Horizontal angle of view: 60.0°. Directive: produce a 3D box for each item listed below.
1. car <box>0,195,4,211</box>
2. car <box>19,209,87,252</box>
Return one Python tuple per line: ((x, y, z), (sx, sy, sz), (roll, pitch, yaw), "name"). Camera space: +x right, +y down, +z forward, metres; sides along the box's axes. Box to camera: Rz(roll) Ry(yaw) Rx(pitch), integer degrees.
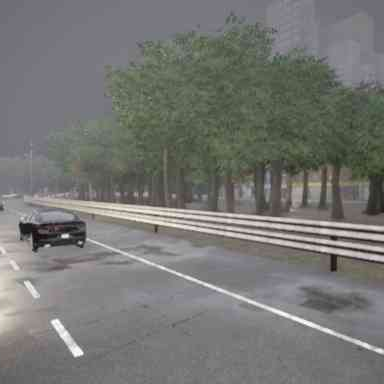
((-23.083, 1.434, 38.577), (1.994, 1.385, 4.181), (0, 0, -35), "car")
((-5.982, 1.447, 13.995), (1.882, 1.535, 5.008), (0, 0, -35), "car")
